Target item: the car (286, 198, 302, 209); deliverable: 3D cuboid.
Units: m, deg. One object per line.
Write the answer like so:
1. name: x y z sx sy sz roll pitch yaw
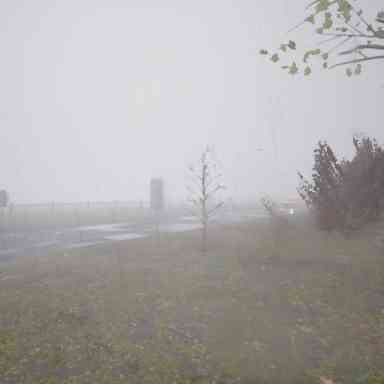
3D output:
1. car: 14.820 1.598 49.337 1.882 1.535 5.008 0 0 35
